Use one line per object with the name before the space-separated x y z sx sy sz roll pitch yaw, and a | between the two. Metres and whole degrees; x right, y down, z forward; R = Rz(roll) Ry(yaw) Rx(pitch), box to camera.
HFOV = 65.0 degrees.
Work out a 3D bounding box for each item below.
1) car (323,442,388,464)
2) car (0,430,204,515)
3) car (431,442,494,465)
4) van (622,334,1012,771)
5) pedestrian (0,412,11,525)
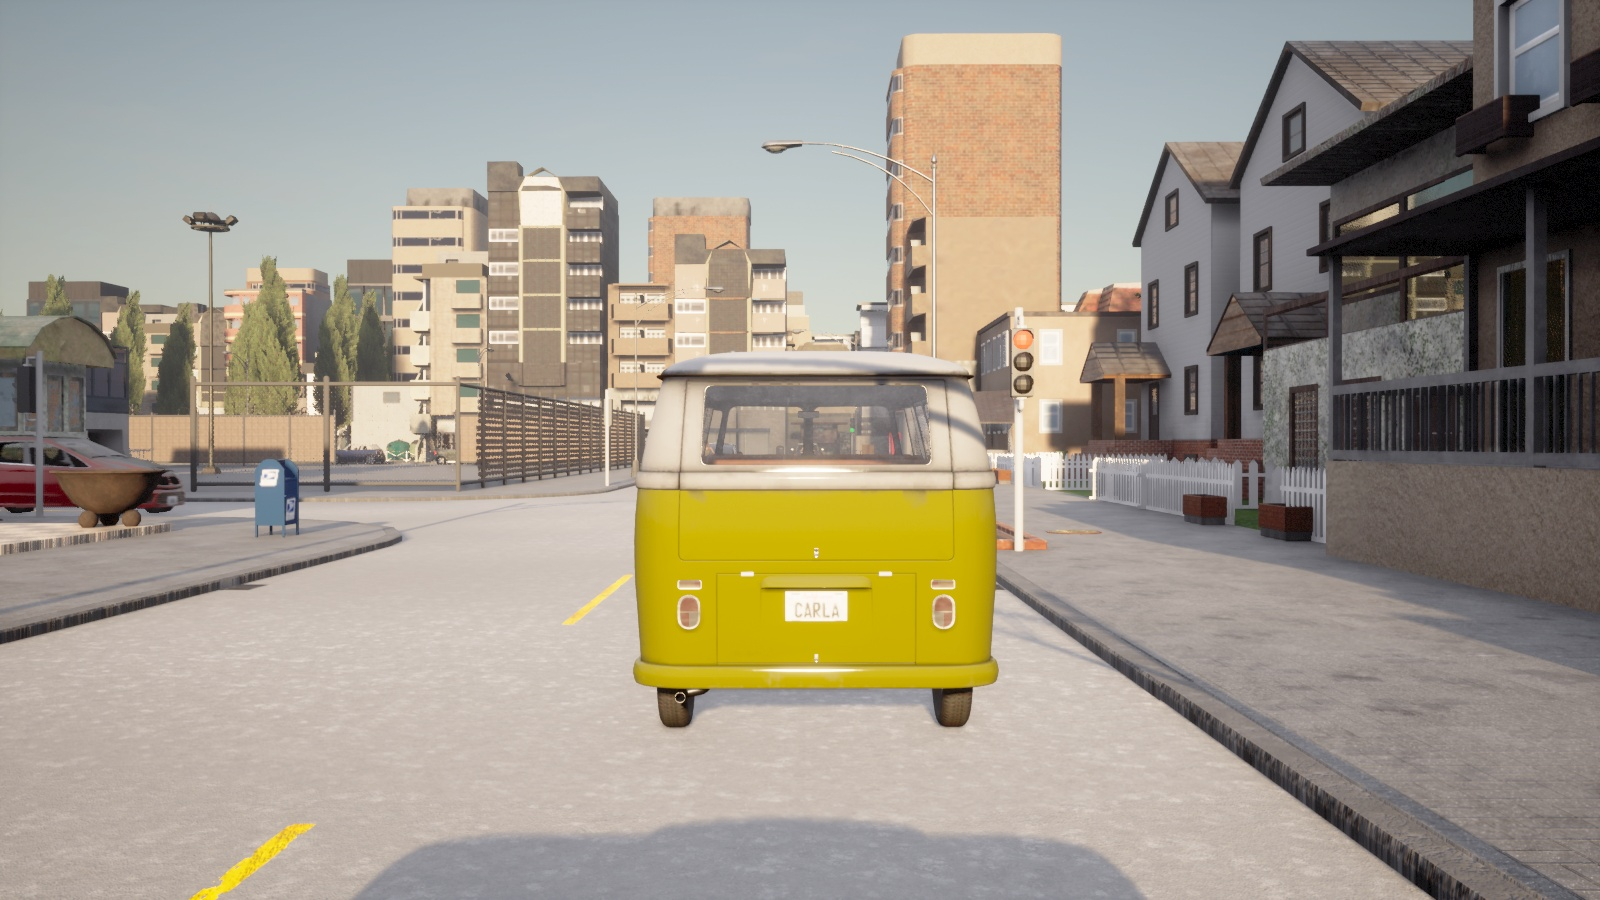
car | -30.965 0.193 87.498 3.806 1.475 1.970 0 0 0
car | -15.106 0.433 25.847 4.611 1.667 2.242 0 0 0
car | -22.380 0.236 83.458 3.705 1.549 1.789 0 0 0
van | 0.070 0.454 7.932 1.775 1.987 4.442 0 0 0
pedestrian | -14.222 0.317 21.811 0.788 1.949 0.423 0 0 -16
